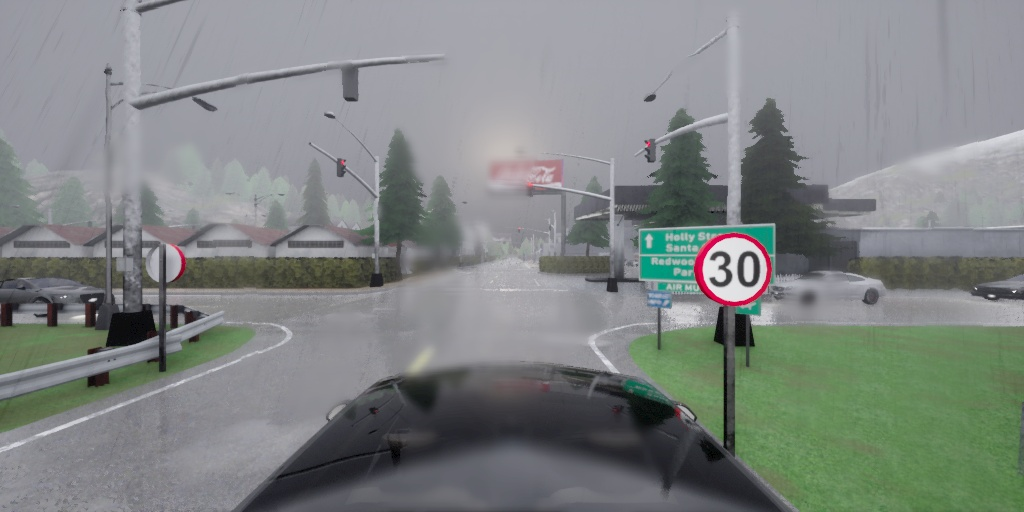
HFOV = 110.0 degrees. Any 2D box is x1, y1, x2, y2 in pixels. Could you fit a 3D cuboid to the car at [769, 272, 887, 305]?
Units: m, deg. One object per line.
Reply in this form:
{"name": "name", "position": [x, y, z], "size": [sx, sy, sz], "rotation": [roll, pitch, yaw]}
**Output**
{"name": "car", "position": [14.854, 1.467, 16.948], "size": [4.674, 1.442, 1.812], "rotation": [0, 0, 0]}

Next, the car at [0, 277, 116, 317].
{"name": "car", "position": [-18.055, 1.505, 13.768], "size": [4.181, 1.385, 1.994], "rotation": [0, 0, 1]}

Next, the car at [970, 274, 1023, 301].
{"name": "car", "position": [25.204, 1.488, 16.812], "size": [5.357, 1.411, 2.033], "rotation": [0, 0, 1]}
